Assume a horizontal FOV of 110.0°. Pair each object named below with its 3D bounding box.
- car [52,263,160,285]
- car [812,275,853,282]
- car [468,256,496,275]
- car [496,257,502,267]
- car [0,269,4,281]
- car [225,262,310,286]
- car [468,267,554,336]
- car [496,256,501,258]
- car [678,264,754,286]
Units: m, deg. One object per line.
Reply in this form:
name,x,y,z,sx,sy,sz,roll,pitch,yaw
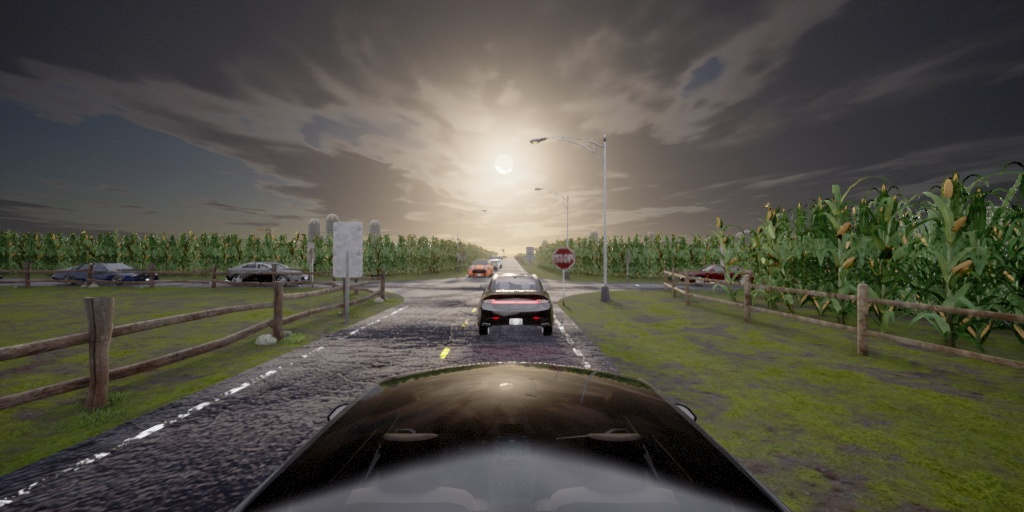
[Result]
car,-26.383,1.139,23.357,5.357,1.411,2.033,0,-1,0
car,24.444,1.441,25.873,4.892,1.490,1.837,1,-1,0
car,-2.890,1.094,33.854,2.097,1.767,4.553,0,0,0
car,-2.893,1.282,48.972,2.033,1.411,5.357,0,0,0
car,-36.559,0.894,23.460,4.553,1.767,2.097,0,-1,0
car,-15.730,1.141,23.229,4.902,1.511,2.128,0,-1,2
car,0.088,1.242,10.384,2.128,1.511,4.902,0,0,0
car,-2.860,0.943,61.843,2.150,2.045,5.566,0,0,0
car,14.723,1.346,25.959,5.008,1.535,1.882,0,-1,1
